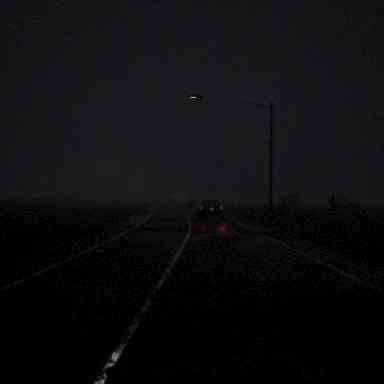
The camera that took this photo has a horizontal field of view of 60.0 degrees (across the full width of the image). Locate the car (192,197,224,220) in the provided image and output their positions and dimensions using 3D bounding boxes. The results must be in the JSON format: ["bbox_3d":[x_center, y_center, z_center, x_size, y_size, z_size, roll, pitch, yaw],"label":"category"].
[{"bbox_3d":[1.445,1.372,28.554,2.097,1.767,4.553,0,0,-3],"label":"car"}]

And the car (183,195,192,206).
[{"bbox_3d":[-0.054,1.583,54.818,1.994,1.385,4.181,0,0,-3],"label":"car"}]
